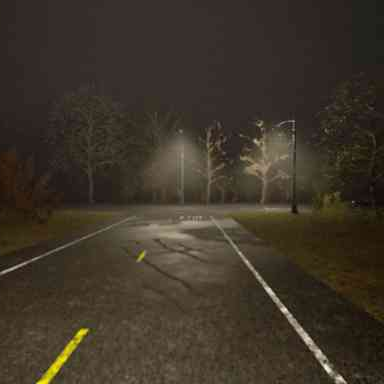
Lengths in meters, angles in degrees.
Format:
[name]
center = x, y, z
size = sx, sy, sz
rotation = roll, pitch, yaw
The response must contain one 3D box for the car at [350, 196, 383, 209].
[car]
center = 24.829, 1.422, 47.968
size = 4.553, 1.767, 2.097
rotation = 1, 0, 0
